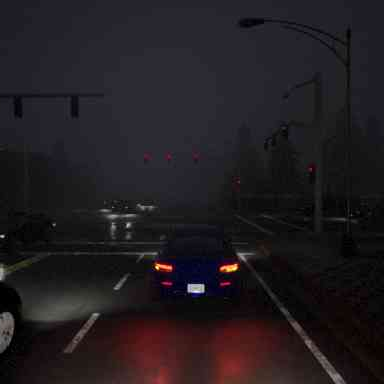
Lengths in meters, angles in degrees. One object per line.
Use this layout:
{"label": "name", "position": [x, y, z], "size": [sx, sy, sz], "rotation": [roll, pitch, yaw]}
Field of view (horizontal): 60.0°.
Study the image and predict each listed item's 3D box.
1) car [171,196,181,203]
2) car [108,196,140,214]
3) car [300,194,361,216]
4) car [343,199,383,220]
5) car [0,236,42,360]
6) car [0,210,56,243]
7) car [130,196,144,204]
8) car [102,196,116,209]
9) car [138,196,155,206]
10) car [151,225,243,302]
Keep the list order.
{"label": "car", "position": [-3.447, 1.477, 69.651], "size": [1.882, 1.535, 5.008], "rotation": [0, 0, 0]}
{"label": "car", "position": [-7.122, 1.506, 35.187], "size": [1.837, 1.490, 4.892], "rotation": [0, 0, 0]}
{"label": "car", "position": [13.078, 1.222, 31.153], "size": [5.566, 2.045, 2.150], "rotation": [0, 0, 0]}
{"label": "car", "position": [15.898, 1.547, 27.652], "size": [5.357, 1.411, 2.033], "rotation": [0, 0, 0]}
{"label": "car", "position": [-3.440, 1.505, 3.008], "size": [1.837, 1.490, 4.892], "rotation": [0, 0, 0]}
{"label": "car", "position": [-7.108, 1.491, 13.245], "size": [2.128, 1.511, 4.902], "rotation": [0, 0, 0]}
{"label": "car", "position": [-10.543, 1.536, 63.907], "size": [1.812, 1.442, 4.674], "rotation": [0, 0, 0]}
{"label": "car", "position": [-10.625, 1.353, 45.035], "size": [2.097, 1.767, 4.553], "rotation": [0, 0, 0]}
{"label": "car", "position": [-7.115, 1.564, 53.700], "size": [1.994, 1.385, 4.181], "rotation": [0, 0, 0]}
{"label": "car", "position": [0.135, 1.526, 8.140], "size": [1.812, 1.442, 4.674], "rotation": [0, 0, 2]}
